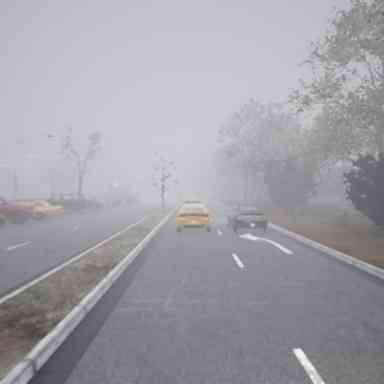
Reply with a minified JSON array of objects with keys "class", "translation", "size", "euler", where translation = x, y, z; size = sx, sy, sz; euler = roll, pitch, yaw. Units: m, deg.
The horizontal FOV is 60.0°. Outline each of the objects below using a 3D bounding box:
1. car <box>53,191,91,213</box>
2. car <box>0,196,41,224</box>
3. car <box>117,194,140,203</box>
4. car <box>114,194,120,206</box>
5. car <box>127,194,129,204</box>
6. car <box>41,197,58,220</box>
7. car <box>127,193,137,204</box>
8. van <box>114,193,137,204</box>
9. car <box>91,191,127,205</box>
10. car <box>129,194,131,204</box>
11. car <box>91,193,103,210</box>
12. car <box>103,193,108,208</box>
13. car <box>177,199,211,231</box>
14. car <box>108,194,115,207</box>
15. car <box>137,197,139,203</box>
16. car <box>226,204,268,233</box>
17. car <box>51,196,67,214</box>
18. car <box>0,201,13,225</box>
[{"class":"car","translation":[-13.828,1.190,34.920],"size":[5.566,2.045,2.435],"euler":[-1,0,-20]},{"class":"car","translation":[-13.789,1.204,22.951],"size":[5.566,2.045,2.435],"euler":[-1,0,-20]},{"class":"car","translation":[-13.619,1.447,70.995],"size":[4.553,1.767,2.185],"euler":[-1,0,-19]},{"class":"car","translation":[-13.813,1.508,49.927],"size":[4.792,1.488,2.163],"euler":[-1,0,-20]},{"class":"car","translation":[-13.952,1.504,55.880],"size":[5.366,1.575,1.946],"euler":[-1,0,-20]},{"class":"car","translation":[-13.633,1.442,26.003],"size":[5.366,1.575,1.946],"euler":[-1,0,-20]},{"class":"car","translation":[-13.783,1.281,61.945],"size":[5.566,2.045,2.435],"euler":[-1,0,-20]},{"class":"van","translation":[-13.594,1.332,68.017],"size":[4.442,1.987,1.878],"euler":[-1,-1,-19]},{"class":"car","translation":[-13.813,1.240,52.931],"size":[5.566,2.045,2.435],"euler":[-1,0,-20]},{"class":"car","translation":[-13.763,1.558,58.947],"size":[4.674,1.452,2.002],"euler":[-1,0,-20]},{"class":"car","translation":[-13.766,1.323,40.947],"size":[4.553,1.767,2.185],"euler":[-1,0,-20]},{"class":"car","translation":[-13.826,1.332,43.933],"size":[4.553,1.767,2.185],"euler":[-1,0,-20]},{"class":"car","translation":[0.104,1.447,20.321],"size":[1.882,1.535,5.008],"euler":[0,0,0]},{"class":"car","translation":[-13.798,1.468,46.943],"size":[4.892,1.521,2.231],"euler":[-1,0,-20]},{"class":"car","translation":[-13.710,1.294,64.981],"size":[5.566,2.045,2.435],"euler":[-1,-1,-20]},{"class":"car","translation":[3.104,1.464,19.439],"size":[2.128,1.511,4.902],"euler":[0,0,0]},{"class":"car","translation":[-13.978,1.443,28.869],"size":[5.366,1.575,1.946],"euler":[-1,0,-20]},{"class":"car","translation":[-13.787,1.493,19.948],"size":[4.792,1.488,2.163],"euler":[-1,0,-20]}]
